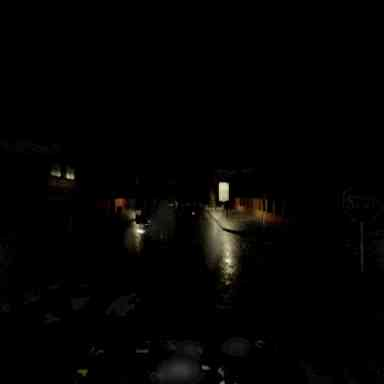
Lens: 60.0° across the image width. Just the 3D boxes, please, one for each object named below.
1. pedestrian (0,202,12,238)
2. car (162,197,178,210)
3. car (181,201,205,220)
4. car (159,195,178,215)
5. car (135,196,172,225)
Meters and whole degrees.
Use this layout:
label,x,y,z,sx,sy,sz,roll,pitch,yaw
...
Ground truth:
label,x,y,z,sx,sy,sz,roll,pitch,yaw
pedestrian,-9.670,1.415,17.152,0.375,1.860,0.375,0,-1,1
car,-3.013,1.561,45.976,2.097,1.767,4.553,0,-1,-2
car,0.098,1.557,29.051,1.882,1.535,5.008,0,0,0
car,-2.863,1.344,35.783,2.150,2.045,5.566,0,0,0
car,-2.850,1.410,24.637,2.097,1.767,4.553,0,0,0
